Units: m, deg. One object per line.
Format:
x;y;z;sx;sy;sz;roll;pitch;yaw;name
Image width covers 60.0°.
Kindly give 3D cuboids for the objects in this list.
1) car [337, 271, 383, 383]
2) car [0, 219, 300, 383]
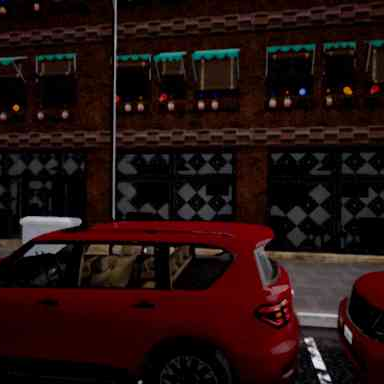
4.267;1.317;3.378;5.009;1.841;2.192;0;1;10;car
-1.200;1.313;4.330;5.009;1.841;2.192;0;1;10;car
